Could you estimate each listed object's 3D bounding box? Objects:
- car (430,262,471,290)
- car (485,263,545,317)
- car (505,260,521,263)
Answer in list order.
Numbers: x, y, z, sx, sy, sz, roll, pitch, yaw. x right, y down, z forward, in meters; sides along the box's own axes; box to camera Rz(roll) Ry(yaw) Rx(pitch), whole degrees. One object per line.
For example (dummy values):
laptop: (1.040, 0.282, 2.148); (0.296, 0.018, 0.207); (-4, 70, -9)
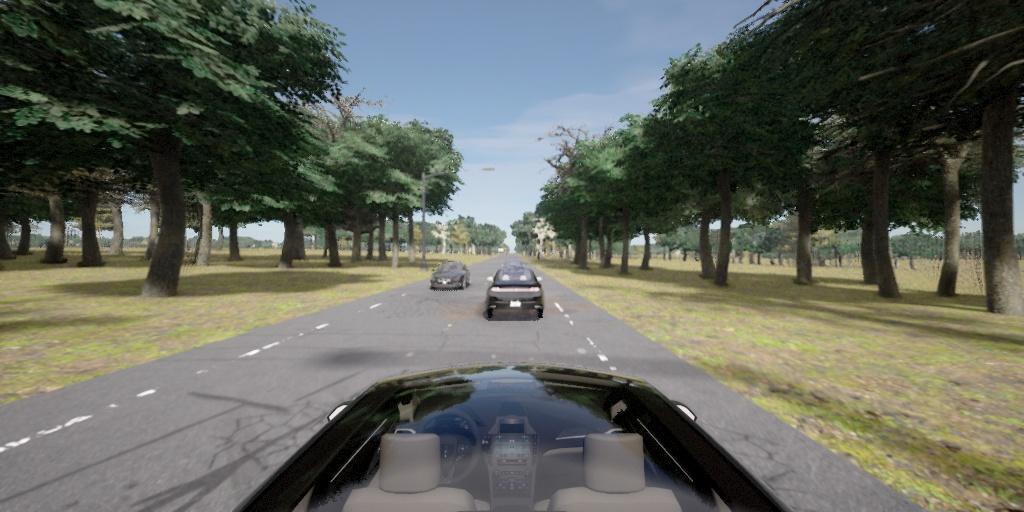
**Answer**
car: (-3.497, 1.116, 21.024); (1.837, 1.490, 4.892); (0, 0, 0)
car: (0.098, 1.166, 12.764); (2.128, 1.511, 4.902); (0, 1, 0)
car: (0.103, 1.073, 31.588); (2.033, 1.411, 5.357); (0, 0, 0)
